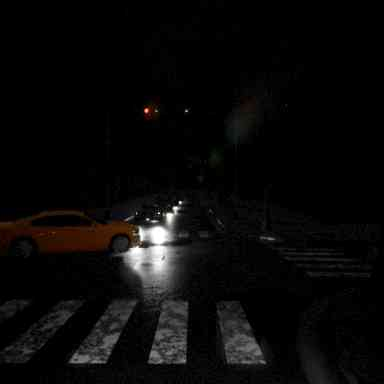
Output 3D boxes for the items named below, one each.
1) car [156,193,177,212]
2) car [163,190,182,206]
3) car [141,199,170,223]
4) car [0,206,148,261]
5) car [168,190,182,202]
[{"bbox_3d":[-2.875,1.170,33.794,1.837,1.490,4.892,0,1,0],"label":"car"},{"bbox_3d":[-2.873,0.706,44.192,2.150,2.045,5.566,0,1,0],"label":"car"},{"bbox_3d":[-2.869,1.425,23.682,1.895,1.301,4.718,0,1,0],"label":"car"},{"bbox_3d":[-4.342,1.396,11.825,5.008,1.535,1.882,1,1,-24],"label":"car"},{"bbox_3d":[-2.822,0.603,55.739,2.097,1.767,4.553,0,1,0],"label":"car"}]
